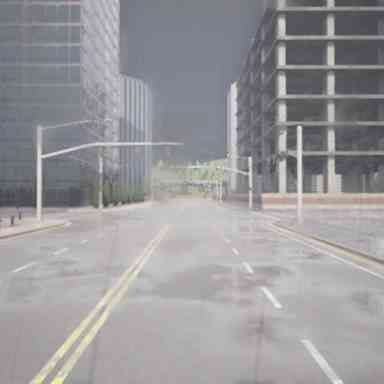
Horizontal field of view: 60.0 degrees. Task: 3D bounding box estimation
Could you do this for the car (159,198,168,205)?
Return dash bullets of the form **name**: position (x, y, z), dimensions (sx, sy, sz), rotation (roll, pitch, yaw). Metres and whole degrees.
- **car**: position (-7.006, 2.349, 81.996), dimensions (2.128, 1.511, 4.902), rotation (0, -1, 0)
